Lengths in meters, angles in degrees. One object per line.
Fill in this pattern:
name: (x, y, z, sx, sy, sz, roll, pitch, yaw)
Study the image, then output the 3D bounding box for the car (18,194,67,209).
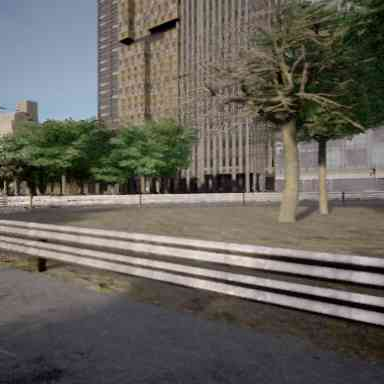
car: (-16.619, 1.040, 36.922, 5.366, 1.575, 1.801, -1, 0, 2)
